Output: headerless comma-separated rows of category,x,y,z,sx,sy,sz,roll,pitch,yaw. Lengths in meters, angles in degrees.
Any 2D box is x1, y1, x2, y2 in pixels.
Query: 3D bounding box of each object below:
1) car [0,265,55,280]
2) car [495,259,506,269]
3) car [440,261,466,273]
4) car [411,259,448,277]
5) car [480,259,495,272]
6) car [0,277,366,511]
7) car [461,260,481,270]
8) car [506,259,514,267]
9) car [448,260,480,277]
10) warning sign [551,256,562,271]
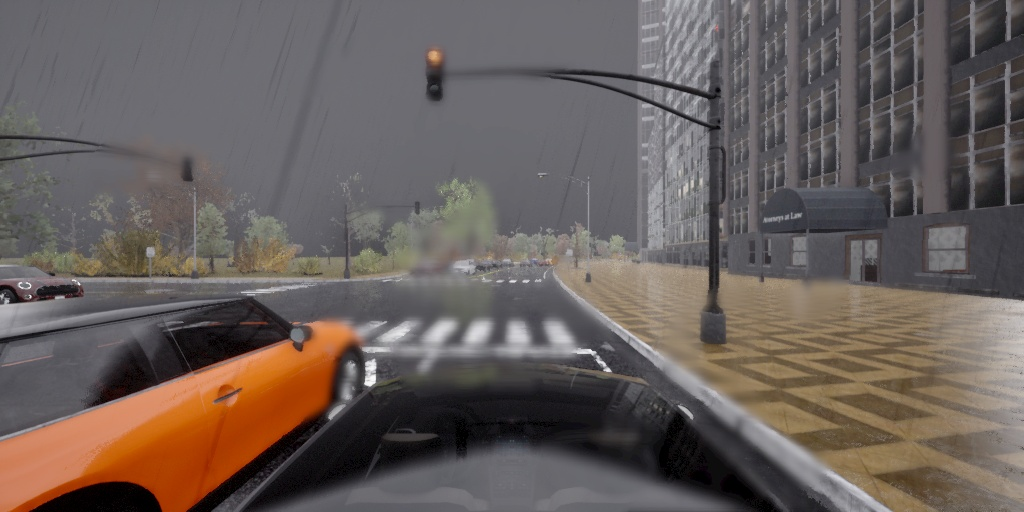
car,-20.962,1.159,14.990,4.553,1.767,2.097,0,0,4
car,-2.601,1.352,54.633,1.895,1.301,4.718,0,0,9
car,-7.239,1.348,44.369,1.895,1.301,4.718,0,0,7
car,-8.207,1.098,35.103,2.097,1.767,4.553,0,0,6
car,-3.833,1.350,45.543,1.895,1.301,4.718,0,0,7
car,-3.102,1.102,3.209,2.097,1.767,4.553,0,0,0
car,-6.027,1.275,53.562,1.812,1.442,4.674,0,0,8
car,-0.864,1.280,65.164,1.812,1.442,4.674,0,0,10
car,-4.826,1.273,36.393,1.812,1.442,4.674,0,0,6
warning sign,5.473,0.868,44.136,1.300,1.860,1.060,0,0,7
